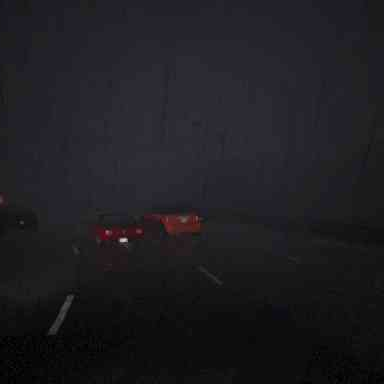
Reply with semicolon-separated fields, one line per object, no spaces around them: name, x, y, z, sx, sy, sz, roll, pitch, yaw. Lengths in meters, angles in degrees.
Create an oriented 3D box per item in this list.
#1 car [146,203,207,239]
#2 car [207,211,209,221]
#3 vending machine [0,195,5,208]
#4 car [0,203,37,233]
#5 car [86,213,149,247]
car;-1.340;1.419;18.211;2.097;1.767;4.553;0;0;-26
car;-0.749;1.576;24.049;2.128;1.511;4.902;0;0;-33
vending machine;-30.113;1.476;52.136;0.880;2.100;1.100;0;0;25
car;-11.028;1.586;20.562;1.882;1.535;5.008;0;-1;-37
car;-3.725;1.667;15.513;1.895;1.301;4.718;0;0;-25
